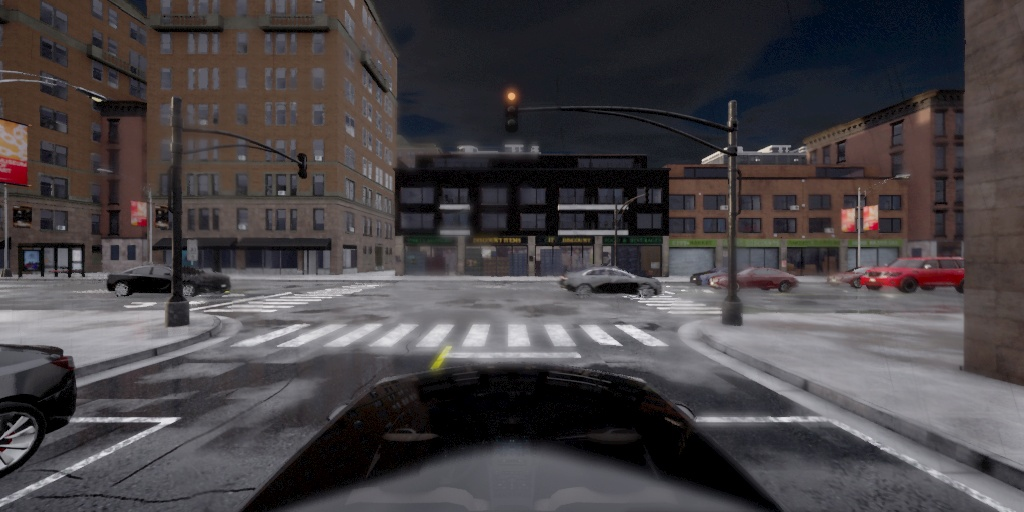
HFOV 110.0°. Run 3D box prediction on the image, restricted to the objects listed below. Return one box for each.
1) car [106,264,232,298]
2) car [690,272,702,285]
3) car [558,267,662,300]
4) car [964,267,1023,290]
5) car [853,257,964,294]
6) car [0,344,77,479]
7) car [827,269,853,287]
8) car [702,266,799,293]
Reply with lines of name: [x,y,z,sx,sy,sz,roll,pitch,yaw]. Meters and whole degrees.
car: [-16.502,1.155,17.417,5.008,1.535,1.882,1,0,0]
car: [14.396,1.394,24.285,4.181,1.385,1.994,0,0,0]
car: [4.746,1.272,17.531,4.902,1.511,2.128,0,0,0]
car: [34.112,1.498,24.385,4.181,1.385,1.994,0,0,0]
car: [23.991,1.101,21.071,5.566,2.045,2.150,0,0,0]
car: [-5.387,1.316,1.927,1.948,1.339,4.313,0,0,0]
car: [24.158,1.407,24.326,4.674,1.442,1.812,0,0,0]
car: [14.097,1.354,21.032,4.674,1.442,1.812,0,0,1]
